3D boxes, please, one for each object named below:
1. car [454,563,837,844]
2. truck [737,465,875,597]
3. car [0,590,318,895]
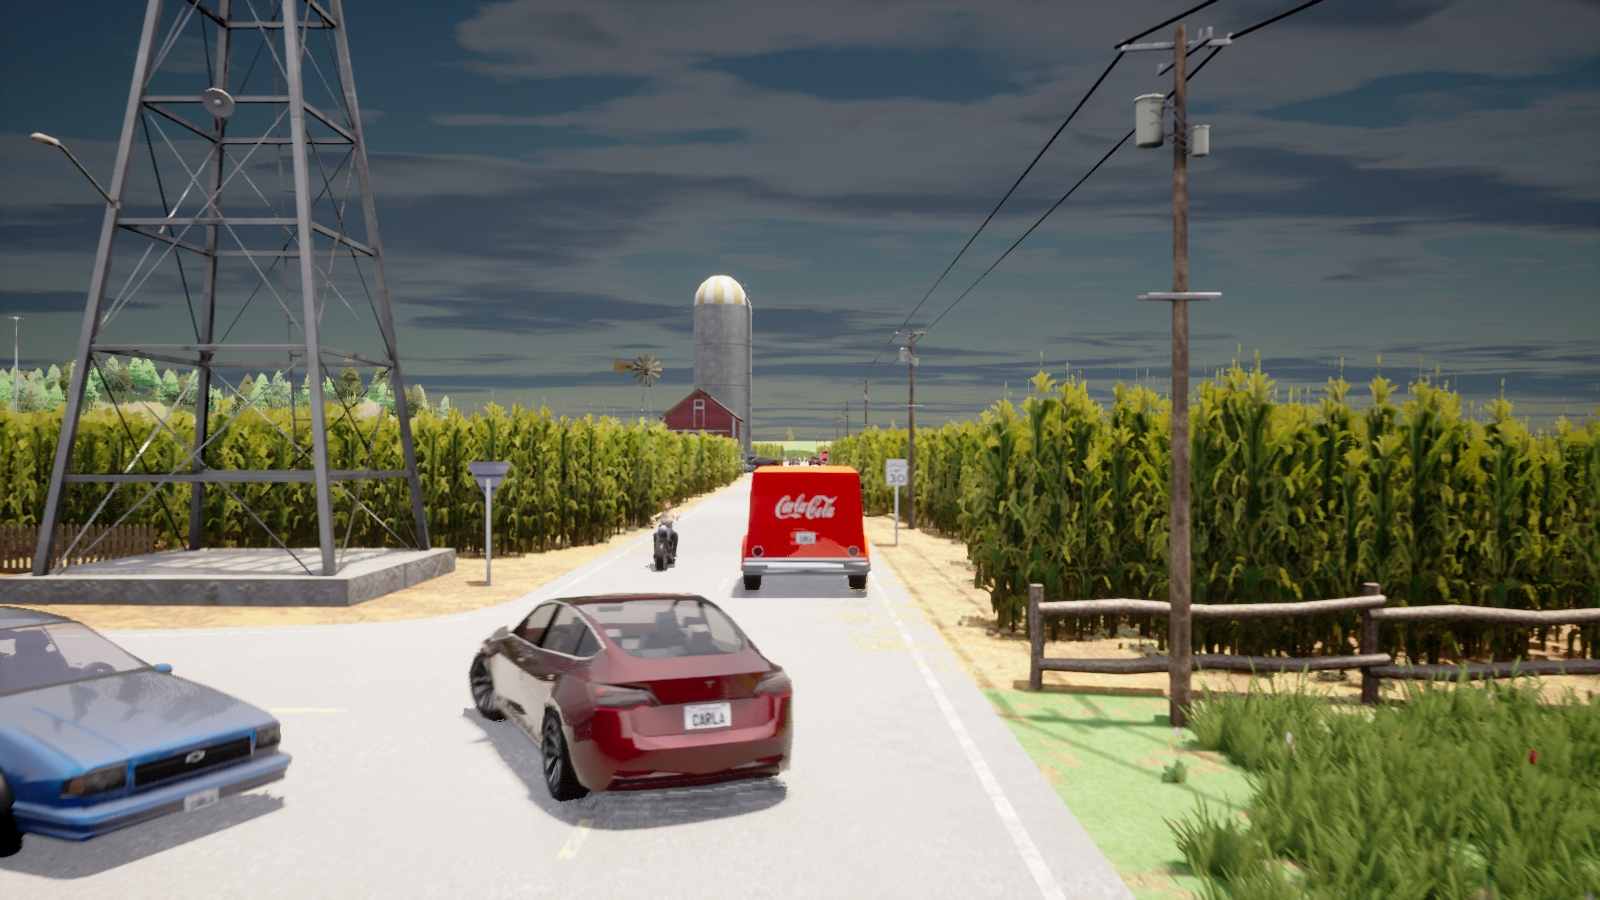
[{"bbox_3d":[-1.731,2.052,10.709,2.163,1.488,4.792,1,0,-26],"label":"car"},{"bbox_3d":[0.091,1.579,24.399,2.627,2.467,5.204,0,0,0],"label":"truck"},{"bbox_3d":[-6.703,2.036,9.200,5.357,1.411,2.033,2,0,23],"label":"car"}]
